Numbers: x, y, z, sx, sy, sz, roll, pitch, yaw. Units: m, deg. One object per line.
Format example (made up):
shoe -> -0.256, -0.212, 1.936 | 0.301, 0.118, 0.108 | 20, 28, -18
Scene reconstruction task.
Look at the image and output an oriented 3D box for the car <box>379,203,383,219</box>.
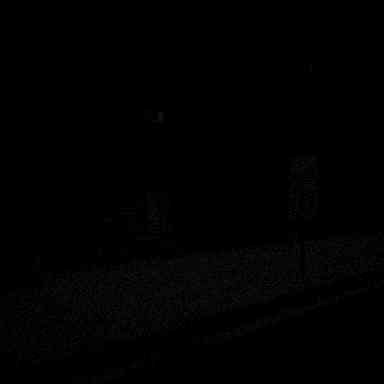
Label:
car -> 11.977, 1.514, 25.786 | 1.752, 1.417, 4.829 | -1, 0, -35
